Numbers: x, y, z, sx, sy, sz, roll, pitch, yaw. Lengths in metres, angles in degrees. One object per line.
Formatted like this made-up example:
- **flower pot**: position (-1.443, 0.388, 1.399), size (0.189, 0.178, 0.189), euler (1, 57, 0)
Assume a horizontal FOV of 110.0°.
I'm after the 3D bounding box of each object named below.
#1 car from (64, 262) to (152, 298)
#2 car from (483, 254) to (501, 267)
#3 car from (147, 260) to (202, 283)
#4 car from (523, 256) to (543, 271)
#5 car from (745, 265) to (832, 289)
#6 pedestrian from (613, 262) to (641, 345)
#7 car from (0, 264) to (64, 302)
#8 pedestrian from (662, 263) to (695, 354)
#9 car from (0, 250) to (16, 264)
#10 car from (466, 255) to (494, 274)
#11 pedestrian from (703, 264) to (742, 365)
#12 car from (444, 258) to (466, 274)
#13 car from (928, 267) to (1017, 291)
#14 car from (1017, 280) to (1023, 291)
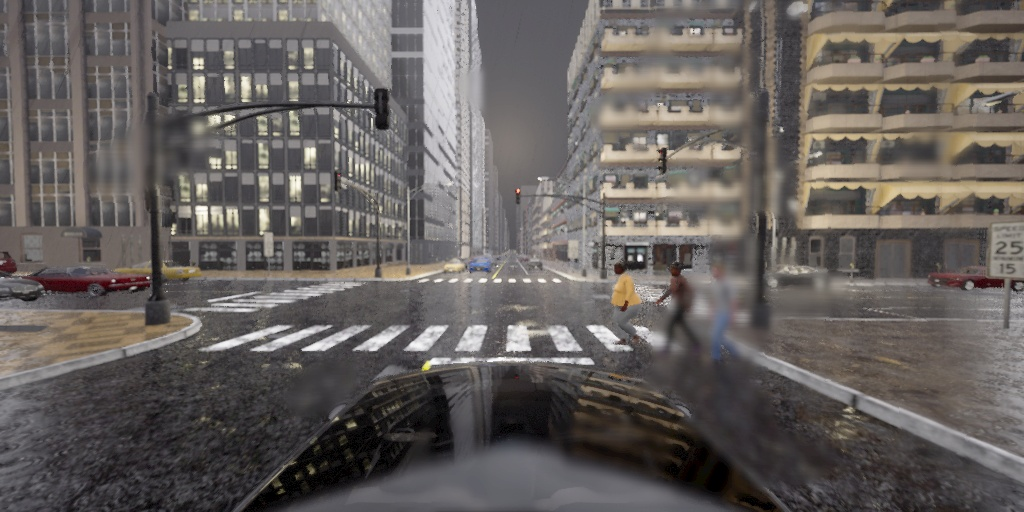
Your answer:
- **car**: position (-18.999, 1.096, 15.927), size (4.718, 1.301, 1.895), euler (1, 1, 1)
- **car**: position (-3.108, 0.781, 51.848), size (2.128, 1.511, 4.902), euler (0, 0, 0)
- **car**: position (-21.681, 0.851, 21.731), size (4.829, 1.417, 1.751), euler (0, 0, 1)
- **car**: position (2.663, 0.932, 41.721), size (2.007, 1.370, 4.403), euler (0, 0, 0)
- **car**: position (16.295, 1.201, 21.262), size (4.403, 1.370, 2.007), euler (0, 0, 1)
- **pedestrian**: position (2.448, 0.989, 7.628), size (0.375, 1.860, 0.375), euler (-1, 1, 0)
- **car**: position (-20.295, 1.100, 13.400), size (4.403, 1.370, 2.007), euler (0, 0, 1)
- **pedestrian**: position (3.260, 0.995, 7.028), size (0.375, 1.860, 0.375), euler (-1, 1, 0)
- **car**: position (-33.628, 0.532, 21.927), size (5.009, 1.841, 2.192), euler (0, 0, 1)
- **car**: position (-3.114, 0.913, 35.814), size (1.882, 1.535, 5.008), euler (0, 1, 0)
- **pedestrian**: position (3.745, 1.001, 6.388), size (0.375, 1.860, 0.375), euler (-1, 1, 0)
- **car**: position (-5.714, 0.958, 35.892), size (1.751, 1.417, 4.829), euler (0, 0, 0)
- **car**: position (27.361, 1.288, 21.114), size (4.507, 1.381, 1.888), euler (0, 0, 1)
- **car**: position (21.708, 1.477, 12.811), size (4.313, 1.339, 1.948), euler (0, 0, 1)
